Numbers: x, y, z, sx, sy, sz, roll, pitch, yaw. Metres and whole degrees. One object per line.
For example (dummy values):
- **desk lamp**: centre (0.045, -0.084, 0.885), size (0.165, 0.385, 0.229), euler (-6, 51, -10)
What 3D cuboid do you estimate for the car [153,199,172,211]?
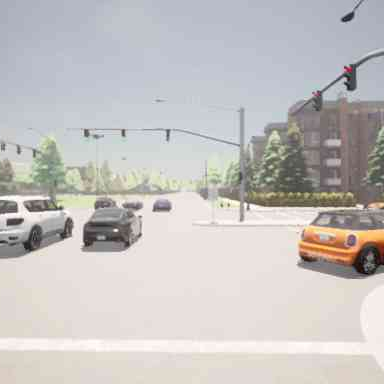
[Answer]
- **car**: centre (-3.399, 1.446, 38.772), size (1.994, 1.385, 4.181), euler (0, 0, 0)

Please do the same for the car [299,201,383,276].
- **car**: centre (5.547, 1.320, 10.460), size (4.553, 1.767, 2.097), euler (0, 1, -31)

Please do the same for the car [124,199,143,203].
- **car**: centre (-6.900, 1.482, 39.116), size (1.895, 1.301, 4.718), euler (0, 0, 0)

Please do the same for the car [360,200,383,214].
- **car**: centre (19.804, 1.498, 33.544), size (4.718, 1.301, 1.895), euler (0, 0, 0)

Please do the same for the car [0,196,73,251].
- **car**: centre (-6.898, 1.179, 13.958), size (2.150, 2.045, 5.566), euler (0, 0, 0)

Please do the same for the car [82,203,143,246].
- **car**: centre (-3.396, 1.459, 14.876), size (1.837, 1.490, 4.892), euler (0, 0, 0)

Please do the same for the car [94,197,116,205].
- **car**: centre (-10.400, 1.383, 40.148), size (1.837, 1.490, 4.892), euler (0, 0, 0)
